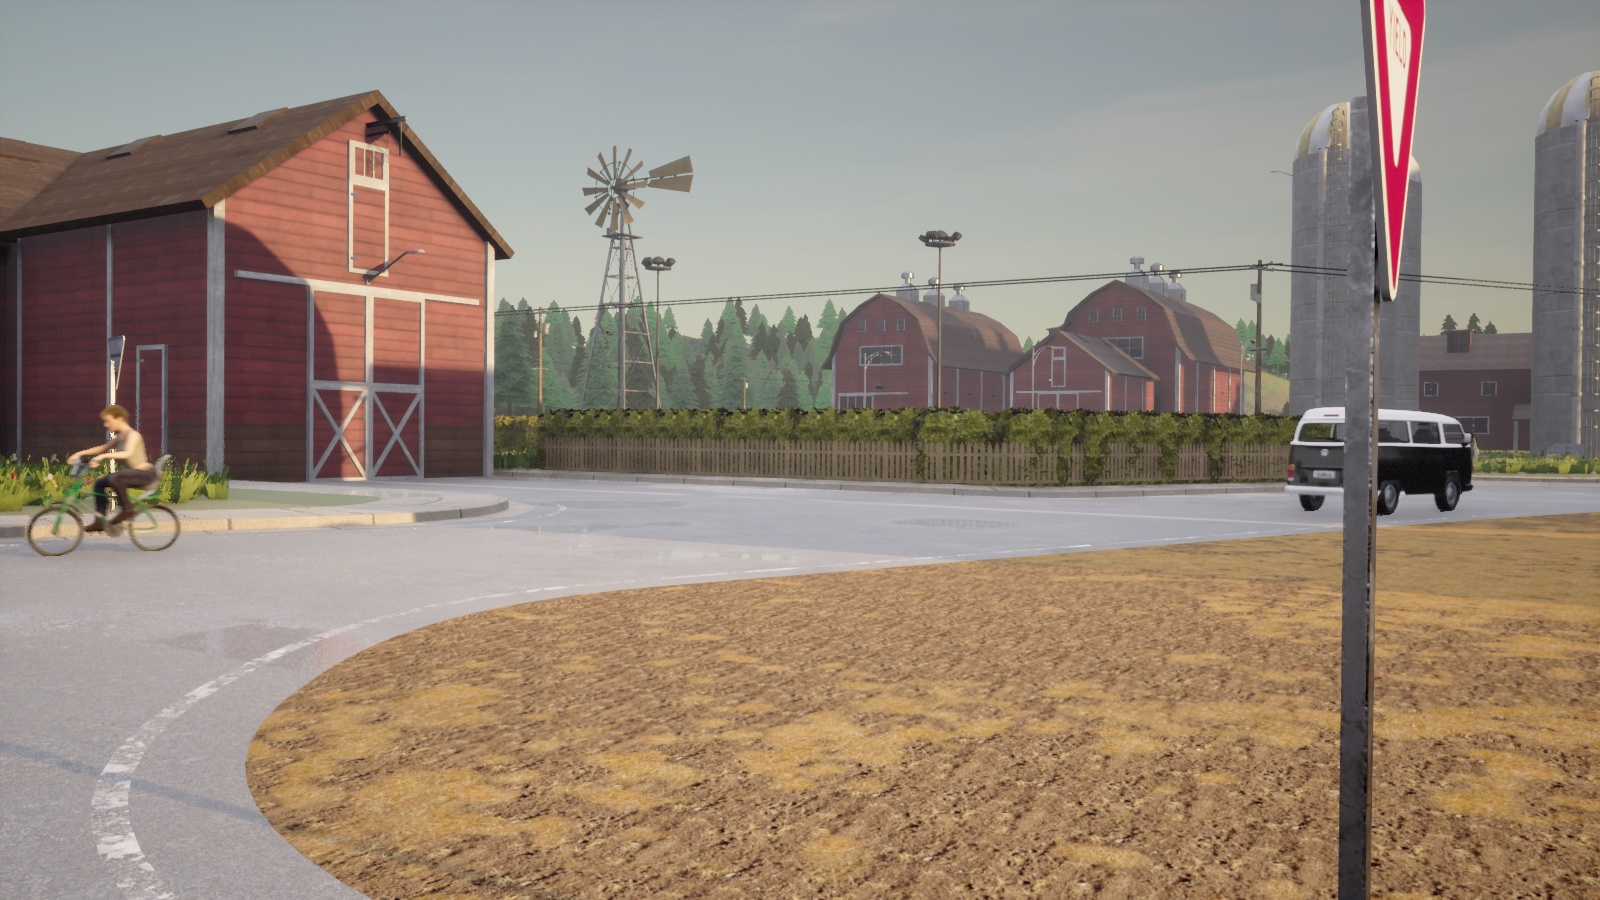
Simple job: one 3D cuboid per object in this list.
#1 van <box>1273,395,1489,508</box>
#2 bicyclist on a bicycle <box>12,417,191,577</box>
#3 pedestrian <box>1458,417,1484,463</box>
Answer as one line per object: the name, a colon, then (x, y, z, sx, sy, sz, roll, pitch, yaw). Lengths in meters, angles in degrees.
van: (11.576, -0.007, 24.926, 4.480, 2.038, 2.069, -1, 1, -38)
bicyclist on a bicycle: (-7.496, 0.457, 13.507, 1.509, 1.612, 0.866, -1, 2, -42)
pedestrian: (27.420, -0.424, 51.331, 0.900, 1.855, 0.874, 0, 1, 25)
